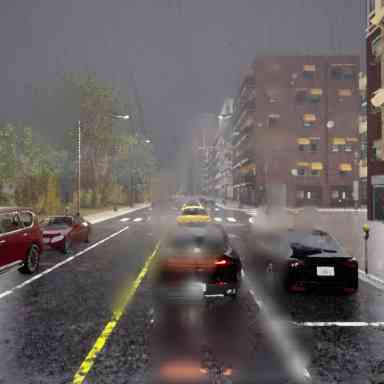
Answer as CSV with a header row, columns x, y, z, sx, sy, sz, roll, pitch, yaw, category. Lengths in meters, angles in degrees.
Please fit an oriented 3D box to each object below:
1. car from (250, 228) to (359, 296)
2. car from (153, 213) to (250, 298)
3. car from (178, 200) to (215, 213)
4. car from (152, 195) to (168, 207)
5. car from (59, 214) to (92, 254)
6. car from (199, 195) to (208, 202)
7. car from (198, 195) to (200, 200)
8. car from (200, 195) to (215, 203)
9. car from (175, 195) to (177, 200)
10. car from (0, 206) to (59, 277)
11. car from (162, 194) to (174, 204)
x,y,z,sx,sy,sz,roll,pitch,yaw,category
2.587,1.568,8.510,1.947,1.339,4.313,1,0,0,car
0.114,1.507,8.526,1.837,1.490,4.892,0,0,0,car
0.132,1.461,19.060,1.801,1.575,5.366,0,0,0,car
-5.218,1.568,51.537,1.887,1.381,4.507,1,0,0,car
-5.285,1.585,13.422,1.802,1.307,4.206,1,0,0,car
2.714,1.492,80.743,1.967,1.590,4.097,1,0,0,car
2.693,1.621,69.376,1.802,1.307,4.206,1,0,0,car
2.664,1.574,52.327,2.008,1.369,4.403,1,0,0,car
-5.159,1.609,85.593,2.008,1.369,4.403,1,0,0,car
-5.292,1.317,7.767,2.192,1.841,5.009,1,0,0,car
-5.196,1.348,62.889,2.192,1.841,5.009,1,0,0,car
